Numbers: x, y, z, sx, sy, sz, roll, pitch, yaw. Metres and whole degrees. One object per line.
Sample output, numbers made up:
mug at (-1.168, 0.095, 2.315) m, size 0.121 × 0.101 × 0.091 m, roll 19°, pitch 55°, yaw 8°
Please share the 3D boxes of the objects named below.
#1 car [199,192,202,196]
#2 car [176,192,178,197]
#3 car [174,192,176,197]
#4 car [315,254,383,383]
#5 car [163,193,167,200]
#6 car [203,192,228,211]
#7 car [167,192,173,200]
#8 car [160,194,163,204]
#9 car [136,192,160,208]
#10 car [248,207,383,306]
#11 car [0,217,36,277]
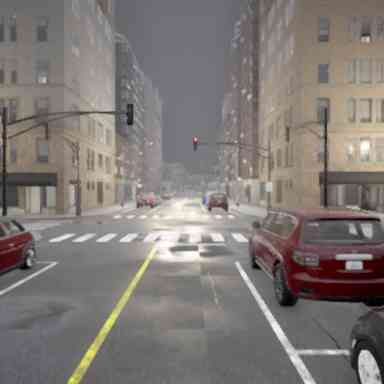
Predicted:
car at (2.617, 0.889, 51.348) m, size 2.192 × 1.841 × 5.009 m, roll 0°, pitch 0°, yaw 0°
car at (-5.522, 0.838, 89.862) m, size 1.802 × 1.307 × 4.206 m, roll 0°, pitch 0°, yaw 0°
car at (-5.511, 0.898, 78.855) m, size 2.008 × 1.369 × 4.403 m, roll 0°, pitch 0°, yaw 0°
car at (2.636, 1.532, 2.102) m, size 2.008 × 1.369 × 4.403 m, roll 0°, pitch 0°, yaw 0°
car at (-5.484, 1.126, 51.337) m, size 2.008 × 1.369 × 4.403 m, roll 0°, pitch 0°, yaw 0°
car at (2.653, 1.026, 34.837) m, size 2.192 × 1.841 × 5.009 m, roll 0°, pitch 0°, yaw 0°
car at (-5.501, 0.983, 67.848) m, size 1.887 × 1.381 × 4.507 m, roll 0°, pitch 0°, yaw 0°
car at (-5.479, 1.187, 45.834) m, size 1.947 × 1.339 × 4.313 m, roll 0°, pitch 0°, yaw 0°
car at (-5.474, 0.982, 40.328) m, size 2.192 × 1.841 × 5.009 m, roll 0°, pitch 0°, yaw 0°
car at (2.628, 1.250, 7.782) m, size 2.192 × 1.841 × 5.009 m, roll 0°, pitch 0°, yaw 0°
car at (-5.397, 1.376, 7.771) m, size 1.967 × 1.590 × 4.097 m, roll 0°, pitch 0°, yaw 0°
